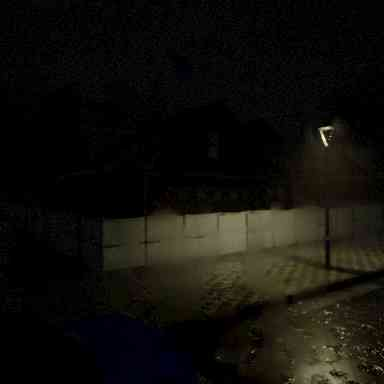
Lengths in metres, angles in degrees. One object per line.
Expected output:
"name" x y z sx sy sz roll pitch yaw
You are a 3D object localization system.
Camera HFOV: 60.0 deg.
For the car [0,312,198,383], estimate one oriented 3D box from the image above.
"car" -2.239 1.484 1.289 5.008 1.535 1.882 -1 0 -35
